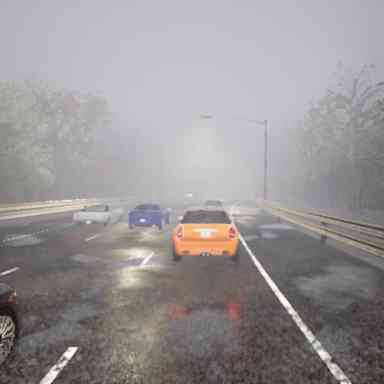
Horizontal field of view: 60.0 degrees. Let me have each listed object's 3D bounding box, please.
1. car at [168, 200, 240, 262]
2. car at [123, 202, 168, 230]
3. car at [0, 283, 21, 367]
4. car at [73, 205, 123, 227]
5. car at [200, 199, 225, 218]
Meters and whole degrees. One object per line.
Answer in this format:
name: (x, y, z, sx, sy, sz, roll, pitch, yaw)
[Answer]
car: (0.516, 1.297, 12.137, 2.097, 1.767, 4.553, 0, 0, 3)
car: (-2.480, 1.375, 20.431, 1.882, 1.535, 5.008, 0, 0, 4)
car: (-3.313, 1.474, 2.702, 2.128, 1.511, 4.902, 0, 0, 1)
car: (-5.899, 1.481, 21.735, 1.895, 1.301, 4.718, 0, 0, 4)
car: (1.935, 1.410, 30.484, 2.033, 1.411, 5.357, 0, 0, 6)
